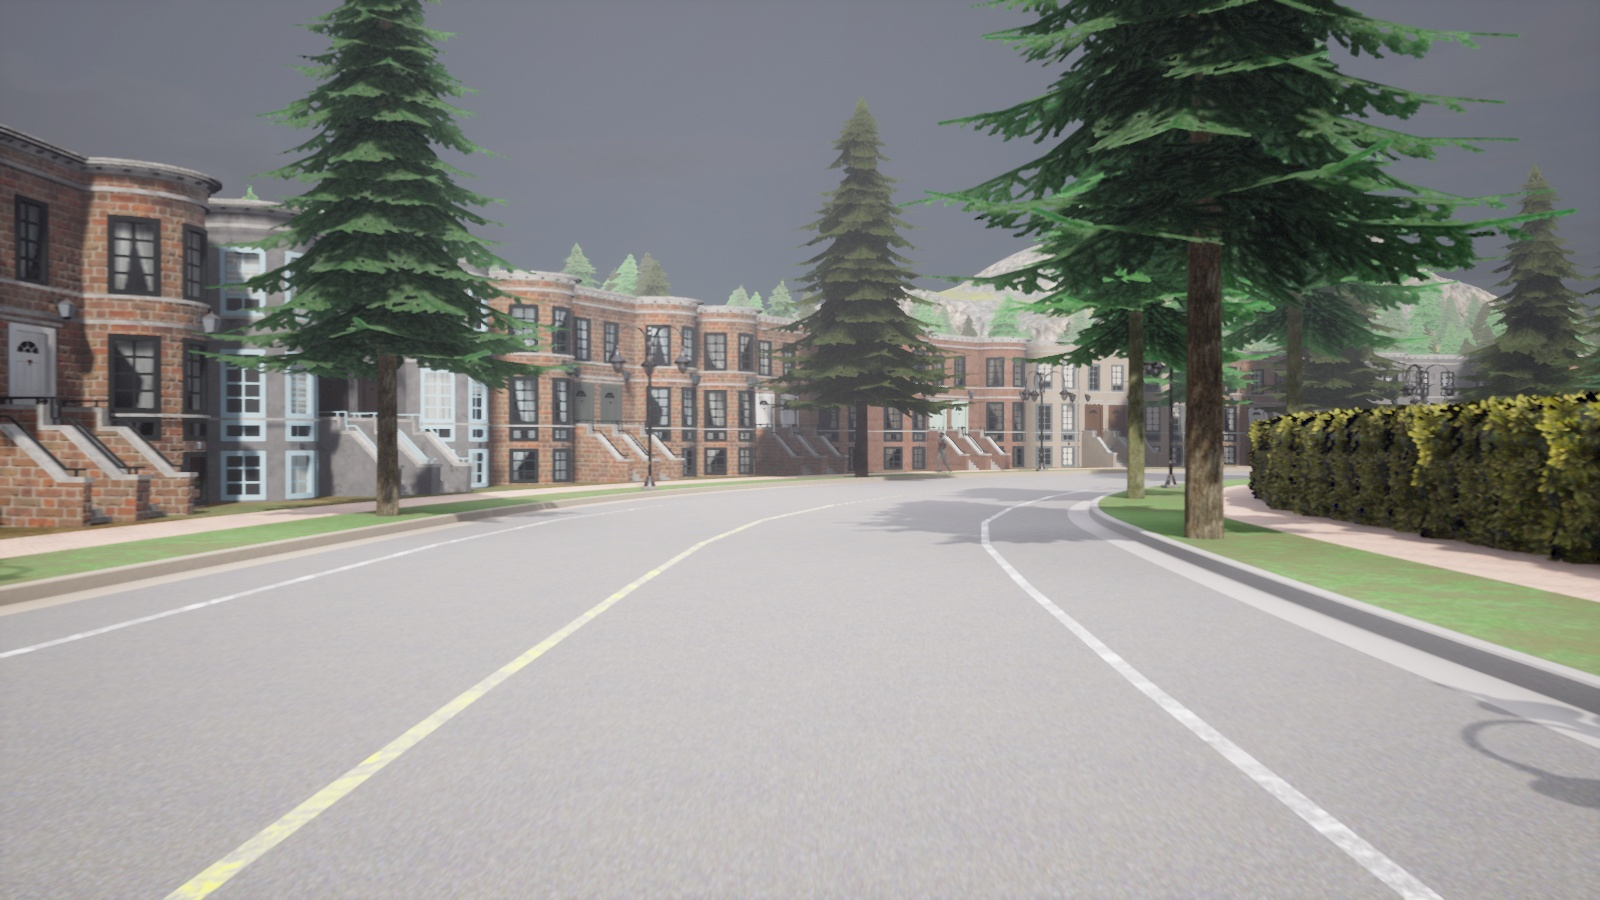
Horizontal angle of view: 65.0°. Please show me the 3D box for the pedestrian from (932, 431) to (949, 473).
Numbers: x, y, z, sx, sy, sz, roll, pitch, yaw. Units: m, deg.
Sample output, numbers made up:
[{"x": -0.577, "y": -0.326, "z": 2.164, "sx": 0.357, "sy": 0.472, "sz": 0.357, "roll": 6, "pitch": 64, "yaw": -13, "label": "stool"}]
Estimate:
[{"x": 6.371, "y": 0.087, "z": 56.920, "sx": 0.666, "sy": 1.930, "sz": 0.402, "roll": 0, "pitch": 0, "yaw": -40, "label": "pedestrian"}]
